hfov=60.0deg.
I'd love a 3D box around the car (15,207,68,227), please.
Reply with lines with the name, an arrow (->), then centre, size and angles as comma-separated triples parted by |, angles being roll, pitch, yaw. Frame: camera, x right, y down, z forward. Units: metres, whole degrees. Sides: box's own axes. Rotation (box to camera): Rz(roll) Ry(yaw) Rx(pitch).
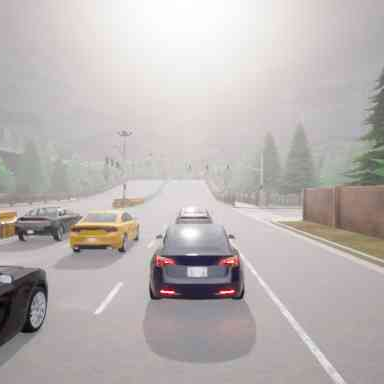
car -> -6.905, 1.491, 16.624 | 2.128, 1.511, 4.902 | 0, 0, 0

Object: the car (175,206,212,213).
car -> 0.093, 1.491, 17.514 | 2.128, 1.511, 4.902 | 0, 0, 0

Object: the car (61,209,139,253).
car -> -3.404, 1.478, 13.777 | 1.882, 1.535, 5.008 | 0, 0, 0

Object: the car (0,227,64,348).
car -> -3.400, 1.478, 3.760 | 1.882, 1.535, 5.008 | 0, 0, 0

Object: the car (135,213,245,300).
car -> 0.098, 1.503, 8.423 | 2.163, 1.488, 4.792 | 0, 0, 0
